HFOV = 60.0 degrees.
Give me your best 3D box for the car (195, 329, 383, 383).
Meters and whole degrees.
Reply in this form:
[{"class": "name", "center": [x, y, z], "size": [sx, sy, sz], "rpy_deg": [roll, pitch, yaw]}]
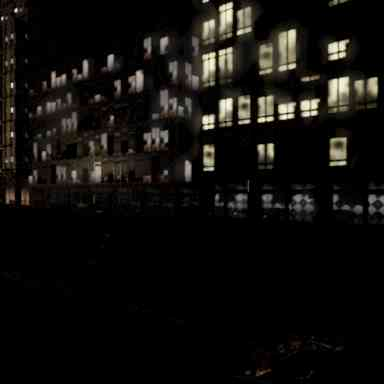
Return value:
[{"class": "car", "center": [1.725, 1.444, 1.649], "size": [4.097, 1.590, 1.967], "rpy_deg": [1, 0, 36]}]
